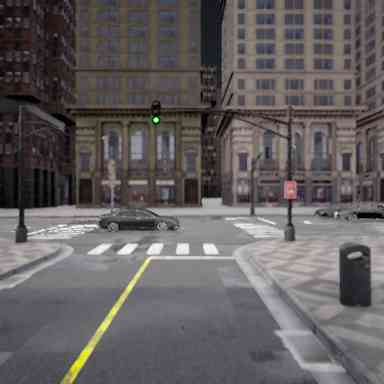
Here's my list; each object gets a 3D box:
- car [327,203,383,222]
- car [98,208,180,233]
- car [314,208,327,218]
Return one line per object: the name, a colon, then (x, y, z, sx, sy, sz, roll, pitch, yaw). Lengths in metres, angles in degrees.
car: (14.099, 1.624, 27.028, 4.902, 1.511, 2.128, 0, -1, 0)
car: (-3.187, 1.749, 20.273, 4.892, 1.490, 1.837, 0, -1, -1)
car: (14.033, 1.713, 30.277, 5.357, 1.411, 2.033, 0, -1, -1)
